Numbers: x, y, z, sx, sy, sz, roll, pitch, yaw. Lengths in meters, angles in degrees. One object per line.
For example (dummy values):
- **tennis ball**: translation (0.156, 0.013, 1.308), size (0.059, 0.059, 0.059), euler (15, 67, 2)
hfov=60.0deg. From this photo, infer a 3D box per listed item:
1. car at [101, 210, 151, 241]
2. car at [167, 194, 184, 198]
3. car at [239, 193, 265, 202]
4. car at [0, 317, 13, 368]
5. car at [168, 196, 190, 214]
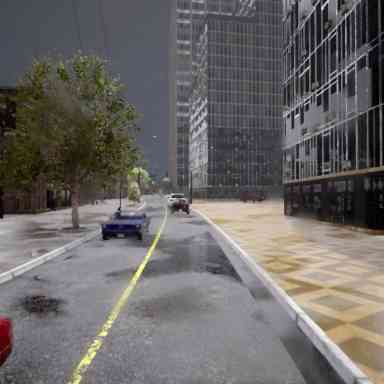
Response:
- **car**: translation (-3.213, 1.605, 16.838), size (1.895, 1.301, 4.718), euler (0, 0, -2)
- **car**: translation (-2.082, 1.230, 44.955), size (2.150, 2.045, 5.566), euler (0, 0, -6)
- **car**: translation (11.932, 1.211, 66.543), size (5.009, 1.841, 2.192), euler (0, -1, 13)
- **car**: translation (-2.884, 1.601, 1.423), size (1.895, 1.301, 4.718), euler (0, 0, 0)
- **car**: translation (-1.276, 1.513, 34.966), size (1.837, 1.490, 4.892), euler (0, 0, -4)
